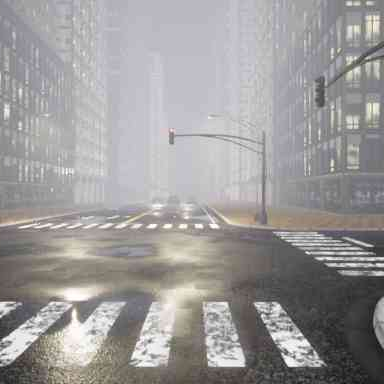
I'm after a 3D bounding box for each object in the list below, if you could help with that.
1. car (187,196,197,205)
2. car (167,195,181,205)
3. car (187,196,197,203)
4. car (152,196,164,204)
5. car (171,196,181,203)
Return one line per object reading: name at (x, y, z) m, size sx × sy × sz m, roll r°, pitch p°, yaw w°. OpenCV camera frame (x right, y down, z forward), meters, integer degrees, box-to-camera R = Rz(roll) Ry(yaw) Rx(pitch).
car at (-0.018, 1.703, 60.577) m, size 1.895 × 1.301 × 4.718 m, roll 0°, pitch 0°, yaw 0°
car at (-3.268, 1.452, 60.101) m, size 2.097 × 1.767 × 4.553 m, roll 0°, pitch 0°, yaw 0°
car at (-0.021, 1.540, 70.549) m, size 1.994 × 1.385 × 4.181 m, roll 0°, pitch 0°, yaw 0°
car at (-6.519, 1.607, 64.298) m, size 2.128 × 1.511 × 4.902 m, roll 0°, pitch 0°, yaw 0°
car at (-3.271, 1.565, 70.162) m, size 1.895 × 1.301 × 4.718 m, roll 0°, pitch 0°, yaw 0°
